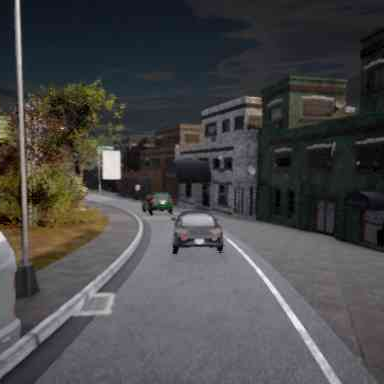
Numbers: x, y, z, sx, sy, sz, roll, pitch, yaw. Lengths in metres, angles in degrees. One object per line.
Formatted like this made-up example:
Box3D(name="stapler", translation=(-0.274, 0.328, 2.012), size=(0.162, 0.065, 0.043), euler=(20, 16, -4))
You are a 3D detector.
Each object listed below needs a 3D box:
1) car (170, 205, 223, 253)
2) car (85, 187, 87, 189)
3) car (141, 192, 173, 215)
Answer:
Box3D(name="car", translation=(0.133, 1.463, 13.375), size=(1.812, 1.442, 4.674), euler=(0, 0, -3))
Box3D(name="car", translation=(-21.717, -0.476, 65.639), size=(1.812, 1.442, 4.674), euler=(-2, 5, -31))
Box3D(name="car", translation=(-3.387, 1.008, 31.761), size=(2.150, 2.045, 5.566), euler=(-1, 1, -18))
